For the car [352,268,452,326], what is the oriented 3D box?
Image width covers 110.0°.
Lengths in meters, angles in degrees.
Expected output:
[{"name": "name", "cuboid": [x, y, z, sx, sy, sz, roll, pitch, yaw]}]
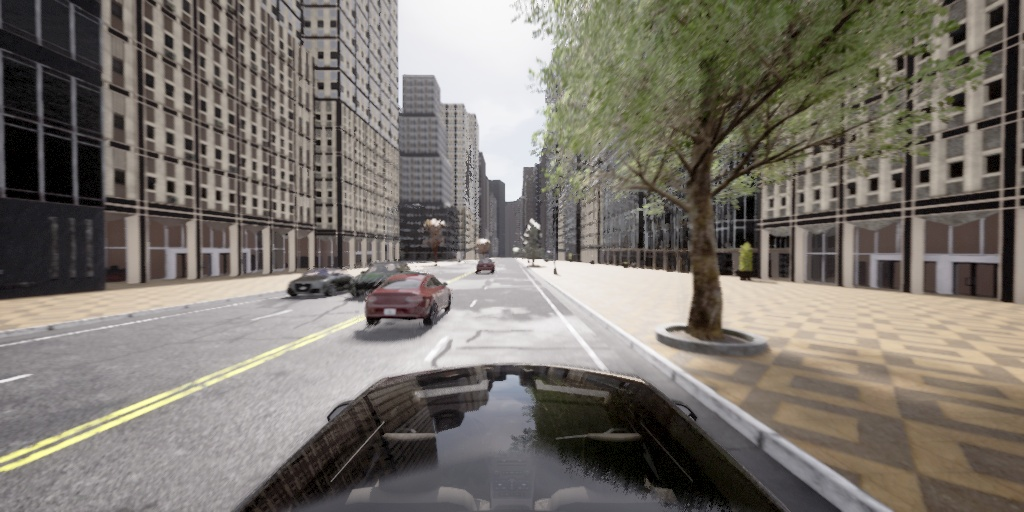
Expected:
[{"name": "car", "cuboid": [-3.147, 1.277, 11.552, 1.812, 1.442, 4.674, 0, 0, 0]}]

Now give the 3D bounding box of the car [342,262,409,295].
[{"name": "car", "cuboid": [-6.531, 1.103, 18.557, 2.097, 1.767, 4.553, 0, 0, 1]}]

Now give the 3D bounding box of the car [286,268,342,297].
[{"name": "car", "cuboid": [-9.779, 1.317, 18.783, 1.994, 1.385, 4.181, 0, 0, 1]}]

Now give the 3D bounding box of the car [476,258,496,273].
[{"name": "car", "cuboid": [-3.141, 1.103, 43.909, 2.097, 1.767, 4.553, 0, 0, 0]}]
